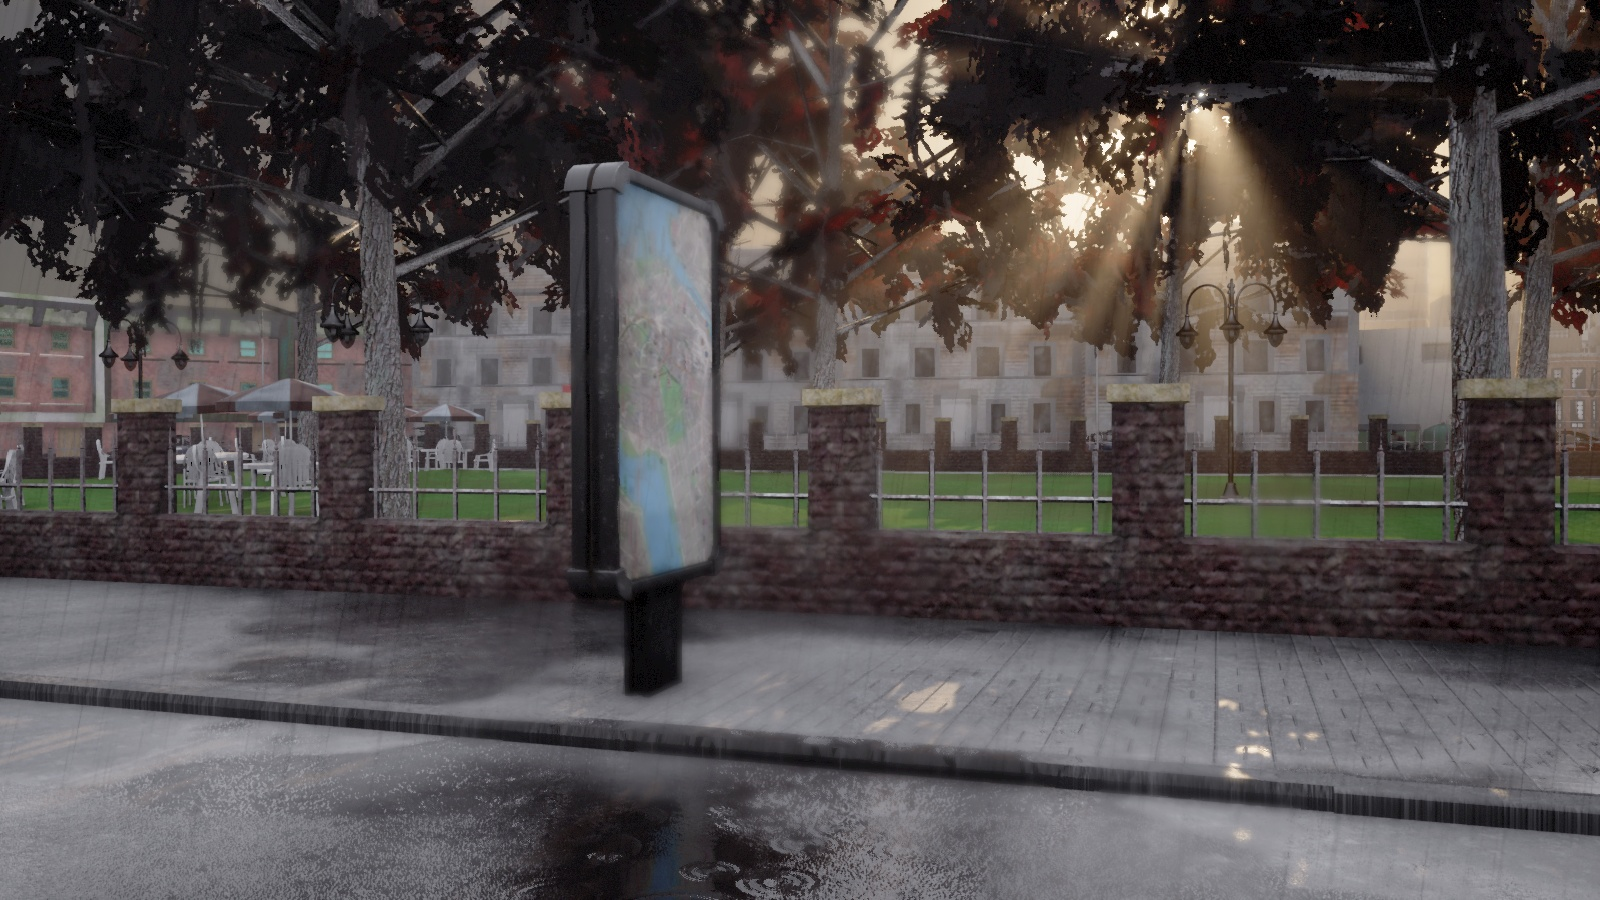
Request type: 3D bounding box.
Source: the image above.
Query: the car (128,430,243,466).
[{"bbox_3d":[-26.452,-0.126,54.190,1.816,1.474,4.193,0,1,26],"label":"car"}]

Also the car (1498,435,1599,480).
[{"bbox_3d":[26.282,0.255,42.692,4.193,1.474,1.816,1,1,18],"label":"car"}]

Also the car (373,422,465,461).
[{"bbox_3d":[-18.675,-0.433,61.643,3.866,1.878,1.905,0,1,13],"label":"car"}]

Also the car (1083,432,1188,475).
[{"bbox_3d":[12.639,0.097,47.221,3.705,1.549,1.789,0,1,18],"label":"car"}]
